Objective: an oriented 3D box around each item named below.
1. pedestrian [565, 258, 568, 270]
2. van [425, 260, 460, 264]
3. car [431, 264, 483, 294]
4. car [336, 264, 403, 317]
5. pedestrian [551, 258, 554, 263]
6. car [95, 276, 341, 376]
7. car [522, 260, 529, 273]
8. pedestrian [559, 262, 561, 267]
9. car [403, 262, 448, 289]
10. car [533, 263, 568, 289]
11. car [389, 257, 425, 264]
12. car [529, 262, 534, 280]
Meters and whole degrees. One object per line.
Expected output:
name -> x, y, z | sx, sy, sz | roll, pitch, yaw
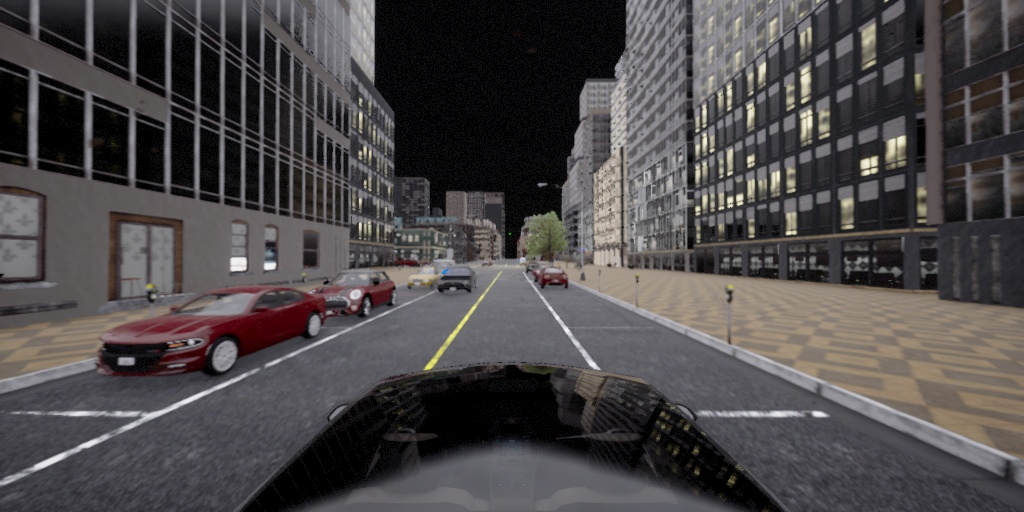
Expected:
pedestrian -> 8.126, 1.128, 53.887 | 0.375, 1.860, 0.375 | 0, -1, 0
van -> -5.694, 1.203, 29.691 | 1.690, 1.789, 3.998 | 0, 0, 0
car -> -3.103, 1.377, 21.486 | 2.033, 1.411, 5.357 | 0, 0, 0
car -> -5.691, 1.235, 13.074 | 1.967, 1.591, 4.097 | 0, 0, 0
pedestrian -> 6.126, 1.105, 54.487 | 0.375, 1.860, 0.375 | 0, -1, 0
car -> -5.690, 1.318, 7.534 | 1.888, 1.381, 4.507 | 0, 0, 0
car -> 2.683, 1.496, 46.311 | 1.948, 1.339, 4.313 | 0, 0, 0
pedestrian -> 7.127, 1.489, 53.284 | 0.500, 1.100, 0.500 | 0, -1, 0
car -> -5.694, 1.365, 23.982 | 1.751, 1.417, 4.829 | 0, 0, 0
car -> 2.687, 1.386, 24.154 | 1.888, 1.381, 4.507 | 0, 0, 0
car -> -17.169, 1.080, 59.395 | 5.009, 1.841, 2.192 | 0, 0, -1
car -> 2.686, 1.303, 29.693 | 1.967, 1.591, 4.097 | 0, 0, 0
